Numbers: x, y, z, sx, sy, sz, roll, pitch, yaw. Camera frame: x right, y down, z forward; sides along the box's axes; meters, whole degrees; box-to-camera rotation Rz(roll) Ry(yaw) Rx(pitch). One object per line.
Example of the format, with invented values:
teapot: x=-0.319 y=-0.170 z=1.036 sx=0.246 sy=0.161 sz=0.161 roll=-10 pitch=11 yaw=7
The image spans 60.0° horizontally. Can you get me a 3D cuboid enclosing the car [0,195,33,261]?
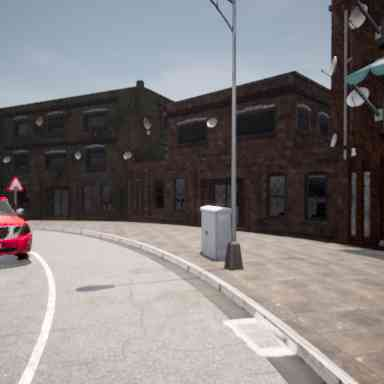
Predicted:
car: x=-7.142 y=1.123 z=11.137 sx=2.150 sy=2.045 sz=5.566 roll=0 pitch=0 yaw=-41
